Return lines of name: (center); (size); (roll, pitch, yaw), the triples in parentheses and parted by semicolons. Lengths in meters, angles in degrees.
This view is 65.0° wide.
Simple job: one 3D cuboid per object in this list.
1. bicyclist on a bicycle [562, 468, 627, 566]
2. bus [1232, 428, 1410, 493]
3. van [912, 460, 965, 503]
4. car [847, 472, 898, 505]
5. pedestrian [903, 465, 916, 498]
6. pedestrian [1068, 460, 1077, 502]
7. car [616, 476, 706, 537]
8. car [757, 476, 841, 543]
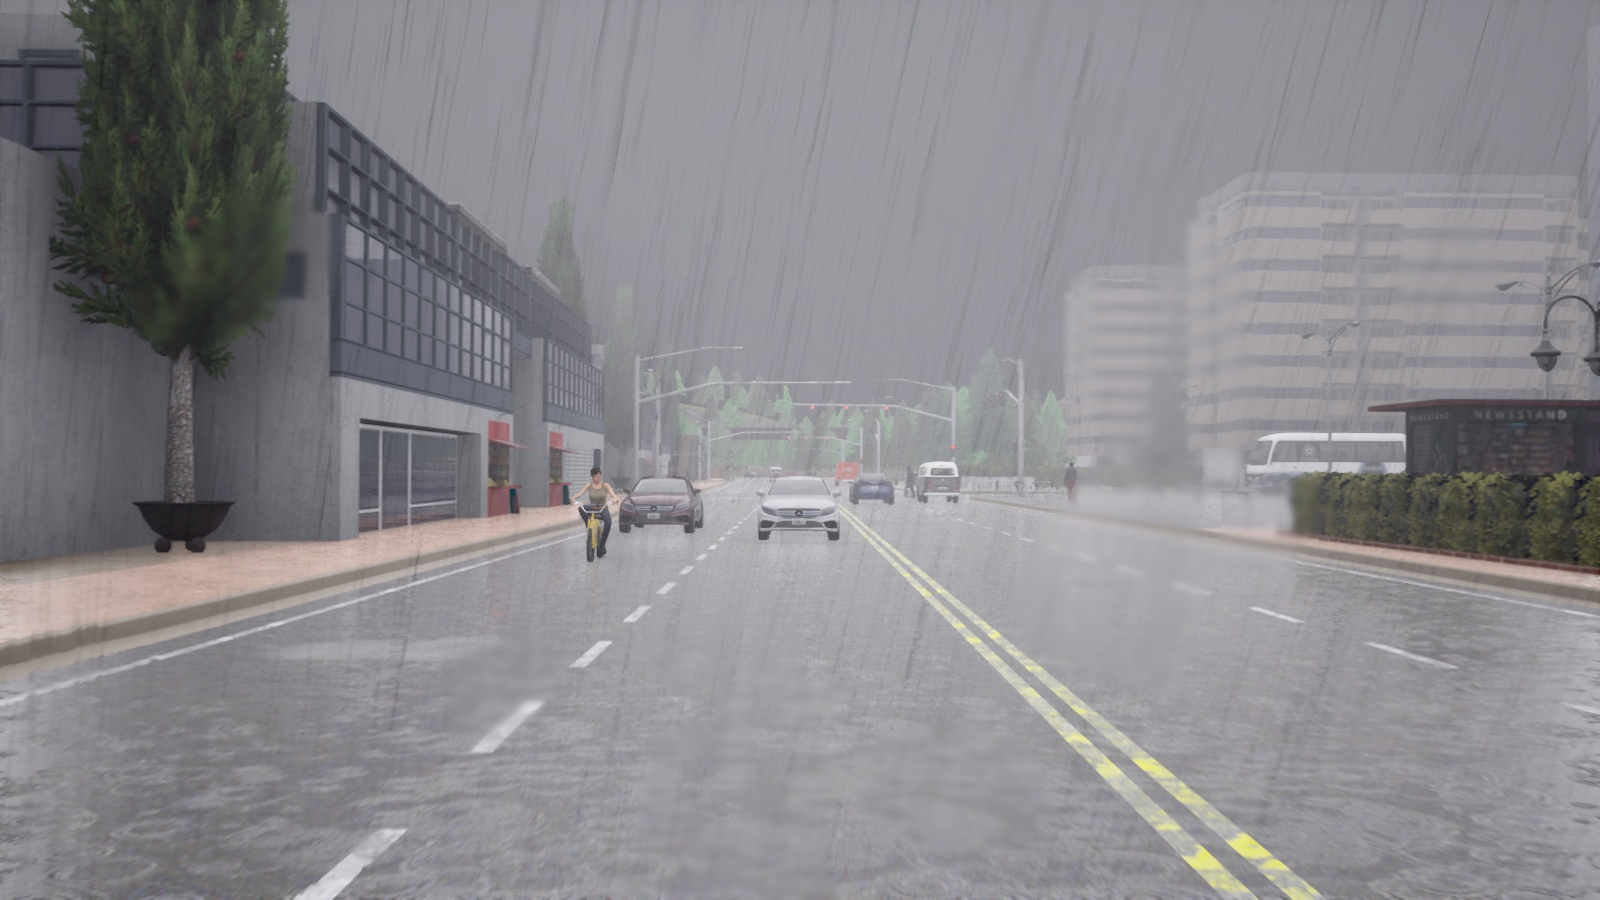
bicyclist on a bicycle: (-3.508, 1.126, 21.570); (0.866, 1.612, 1.509); (0, -1, 0)
bus: (34.900, 0.709, 84.443); (10.273, 4.253, 3.944); (0, -1, -2)
van: (6.908, 1.564, 63.080); (2.069, 2.038, 4.480); (0, -1, -1)
car: (3.438, 1.810, 60.407); (2.163, 1.488, 4.792); (0, -1, 0)
pedestrian: (6.211, 1.783, 71.407); (0.703, 1.840, 0.431); (0, -1, 0)
pedestrian: (11.988, 1.349, 55.318); (0.353, 1.847, 0.614); (0, -1, 10)
car: (-3.521, 1.399, 32.574); (1.812, 1.442, 4.674); (0, -1, 0)
car: (-0.019, 1.336, 29.650); (1.812, 1.442, 4.674); (0, -1, 0)
